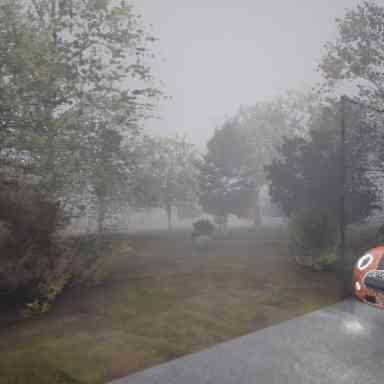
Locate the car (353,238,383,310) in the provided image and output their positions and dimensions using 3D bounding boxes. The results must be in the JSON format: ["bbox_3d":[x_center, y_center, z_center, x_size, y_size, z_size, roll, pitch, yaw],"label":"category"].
[{"bbox_3d":[5.347,1.373,6.920,4.553,1.767,2.097,0,0,-36],"label":"car"}]
